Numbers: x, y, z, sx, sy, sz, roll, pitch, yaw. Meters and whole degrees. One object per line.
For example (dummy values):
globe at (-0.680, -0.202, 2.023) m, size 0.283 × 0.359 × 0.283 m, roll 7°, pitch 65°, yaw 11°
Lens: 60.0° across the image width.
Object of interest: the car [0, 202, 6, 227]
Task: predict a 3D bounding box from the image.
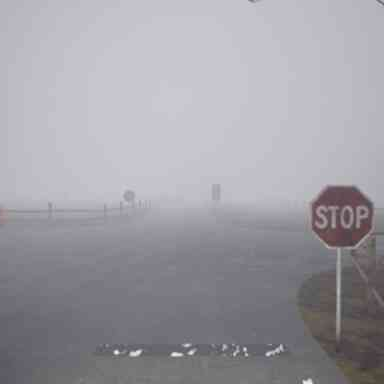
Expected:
car at (-11.802, 1.056, 15.697) m, size 5.566 × 2.045 × 2.150 m, roll 1°, pitch 2°, yaw 3°

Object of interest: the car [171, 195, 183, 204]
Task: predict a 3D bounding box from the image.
car at (-2.765, 1.334, 62.072) m, size 2.128 × 1.511 × 4.902 m, roll 0°, pitch 0°, yaw 0°
